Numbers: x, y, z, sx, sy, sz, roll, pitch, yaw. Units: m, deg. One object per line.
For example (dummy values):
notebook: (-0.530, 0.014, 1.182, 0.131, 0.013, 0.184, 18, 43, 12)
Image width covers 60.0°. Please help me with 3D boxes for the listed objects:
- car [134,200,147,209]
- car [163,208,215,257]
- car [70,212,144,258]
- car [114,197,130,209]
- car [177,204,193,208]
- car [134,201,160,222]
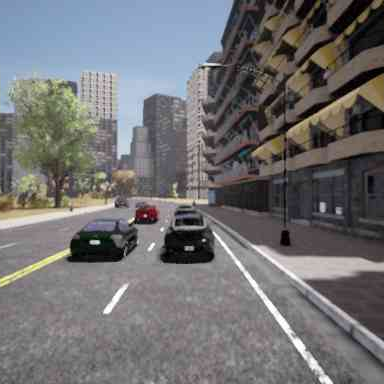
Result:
car: (-9.303, 2.234, 60.241, 1.994, 1.385, 4.181, 0, -1, -4)
car: (-0.115, 1.659, 13.634, 1.837, 1.490, 4.892, 0, 0, -1)
car: (-3.364, 1.715, 13.459, 1.994, 1.385, 4.181, 0, -1, -1)
car: (-12.464, 1.882, 59.412, 2.150, 2.045, 5.566, 0, -1, -4)
car: (-0.599, 1.828, 28.739, 1.837, 1.490, 4.892, 0, 0, -2)
car: (-3.874, 1.805, 29.352, 1.882, 1.535, 5.008, 0, 0, -2)
